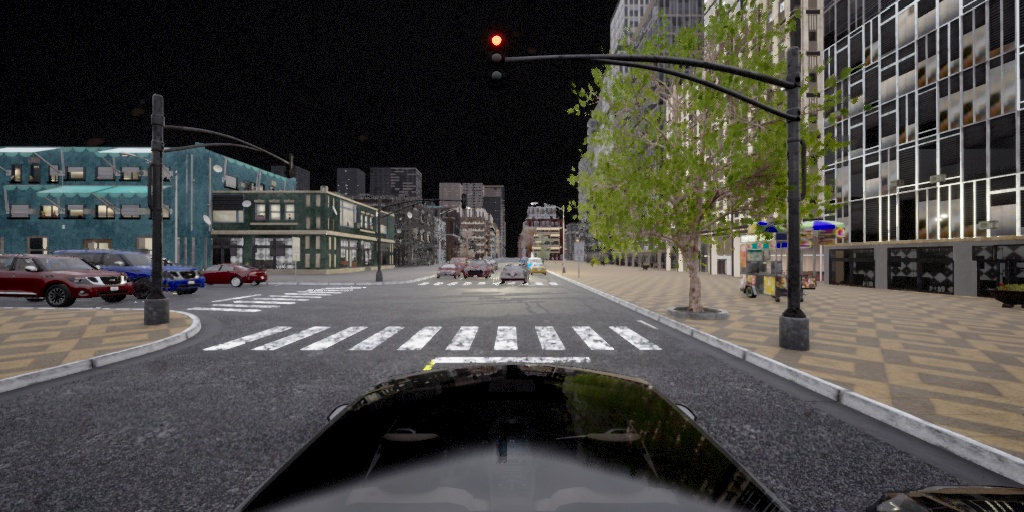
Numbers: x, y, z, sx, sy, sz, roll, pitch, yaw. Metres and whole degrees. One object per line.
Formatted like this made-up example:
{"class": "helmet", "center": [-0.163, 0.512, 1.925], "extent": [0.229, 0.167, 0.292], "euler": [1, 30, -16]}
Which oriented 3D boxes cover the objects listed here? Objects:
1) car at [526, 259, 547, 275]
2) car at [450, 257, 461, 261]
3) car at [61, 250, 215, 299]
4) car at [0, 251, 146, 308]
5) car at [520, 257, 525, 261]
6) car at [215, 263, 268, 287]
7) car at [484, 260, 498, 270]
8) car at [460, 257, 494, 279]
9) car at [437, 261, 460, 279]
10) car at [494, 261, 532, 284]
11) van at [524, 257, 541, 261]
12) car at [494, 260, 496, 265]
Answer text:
{"class": "car", "center": [2.727, 1.278, 38.239], "extent": [1.751, 1.417, 4.829], "euler": [0, 0, 0]}
{"class": "car", "center": [-5.654, 1.067, 38.075], "extent": [2.192, 1.841, 5.009], "euler": [0, 0, 0]}
{"class": "car", "center": [-16.893, 0.772, 15.744], "extent": [5.566, 2.045, 2.150], "euler": [1, 0, -1]}
{"class": "car", "center": [-17.147, 0.850, 13.147], "extent": [5.009, 1.841, 2.192], "euler": [0, 0, -1]}
{"class": "car", "center": [2.742, 1.305, 54.723], "extent": [2.007, 1.370, 4.403], "euler": [0, 0, 0]}
{"class": "car", "center": [-17.257, 1.121, 21.527], "extent": [4.507, 1.381, 1.888], "euler": [0, 0, -1]}
{"class": "car", "center": [-3.041, 1.280, 52.216], "extent": [1.812, 1.442, 4.674], "euler": [0, 0, 0]}
{"class": "car", "center": [-3.069, 1.104, 32.220], "extent": [2.097, 1.767, 4.553], "euler": [0, 0, 0]}
{"class": "car", "center": [-5.659, 1.334, 32.524], "extent": [1.802, 1.307, 4.207], "euler": [0, 0, 0]}
{"class": "car", "center": [0.219, 1.299, 26.608], "extent": [2.033, 1.411, 5.357], "euler": [0, 0, 5]}
{"class": "van", "center": [2.732, 1.094, 43.621], "extent": [1.690, 1.789, 3.998], "euler": [0, 0, 0]}
{"class": "car", "center": [-3.060, 1.317, 42.134], "extent": [1.994, 1.385, 4.181], "euler": [0, 0, 0]}
